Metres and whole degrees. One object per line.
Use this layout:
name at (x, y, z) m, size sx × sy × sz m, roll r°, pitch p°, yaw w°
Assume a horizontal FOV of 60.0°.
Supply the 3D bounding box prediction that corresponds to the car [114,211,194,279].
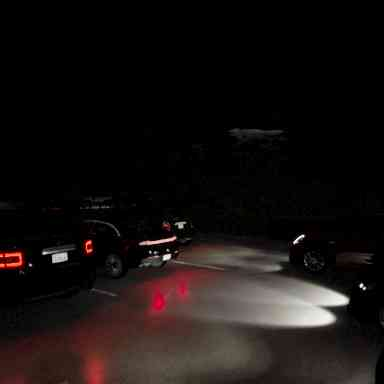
car at (-2.623, 1.491, 10.121) m, size 4.902 × 1.511 × 2.128 m, roll 0°, pitch 0°, yaw 36°

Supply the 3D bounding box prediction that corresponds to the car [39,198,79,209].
car at (-18.119, 1.491, 45.517) m, size 1.895 × 1.301 × 4.718 m, roll 0°, pitch 0°, yaw 43°

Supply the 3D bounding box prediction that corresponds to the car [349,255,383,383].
car at (3.599, 1.474, 1.420) m, size 5.008 × 1.535 × 1.882 m, roll 0°, pitch 0°, yaw 35°

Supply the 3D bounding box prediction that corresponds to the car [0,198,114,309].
car at (-4.508, 1.221, 7.194) m, size 5.566 × 2.045 × 2.150 m, roll 0°, pitch 0°, yaw 33°

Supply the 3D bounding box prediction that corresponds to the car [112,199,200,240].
car at (-2.164, 1.351, 14.090) m, size 4.553 × 1.767 × 2.097 m, roll 0°, pitch 0°, yaw 35°

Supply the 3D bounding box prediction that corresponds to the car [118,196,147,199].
car at (-8.670, 1.405, 49.850) m, size 4.902 × 1.511 × 2.128 m, roll 0°, pitch 0°, yaw -41°

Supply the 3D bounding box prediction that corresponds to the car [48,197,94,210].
car at (-15.622, 1.453, 43.149) m, size 2.033 × 1.411 × 5.357 m, roll 0°, pitch 0°, yaw 40°

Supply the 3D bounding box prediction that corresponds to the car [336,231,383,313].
car at (4.650, 1.564, 4.965) m, size 4.181 × 1.385 × 1.994 m, roll 0°, pitch 0°, yaw 36°

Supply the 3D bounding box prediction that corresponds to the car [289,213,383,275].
car at (5.024, 1.352, 9.009) m, size 4.553 × 1.767 × 2.097 m, roll 0°, pitch 0°, yaw 36°
